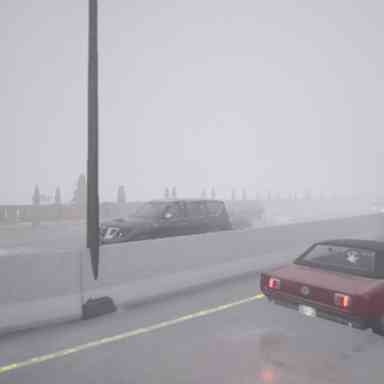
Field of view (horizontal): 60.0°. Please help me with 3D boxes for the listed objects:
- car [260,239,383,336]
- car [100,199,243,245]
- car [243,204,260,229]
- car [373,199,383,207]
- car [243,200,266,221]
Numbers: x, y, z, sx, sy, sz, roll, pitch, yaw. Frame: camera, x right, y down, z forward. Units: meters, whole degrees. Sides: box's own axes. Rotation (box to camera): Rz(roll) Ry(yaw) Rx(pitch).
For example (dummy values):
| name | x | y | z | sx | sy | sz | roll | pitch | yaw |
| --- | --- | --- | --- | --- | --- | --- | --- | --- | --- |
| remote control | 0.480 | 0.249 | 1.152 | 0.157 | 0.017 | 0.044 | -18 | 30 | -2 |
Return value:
| name | x | y | z | sx | sy | sz | roll | pitch | yaw |
| --- | --- | --- | --- | --- | --- | --- | --- | --- | --- |
| car | 3.571 | 1.629 | 6.768 | 4.718 | 1.301 | 1.895 | 0 | 0 | -40 |
| car | -0.878 | 1.281 | 12.397 | 5.566 | 2.045 | 2.150 | 0 | 0 | -40 |
| car | 1.766 | 1.653 | 19.496 | 4.181 | 1.385 | 1.994 | 0 | 0 | -44 |
| car | 32.158 | 1.824 | 56.240 | 1.895 | 1.301 | 4.718 | 0 | 0 | 44 |
| car | 4.011 | 1.471 | 26.699 | 2.097 | 1.767 | 4.553 | 0 | 0 | 44 |
